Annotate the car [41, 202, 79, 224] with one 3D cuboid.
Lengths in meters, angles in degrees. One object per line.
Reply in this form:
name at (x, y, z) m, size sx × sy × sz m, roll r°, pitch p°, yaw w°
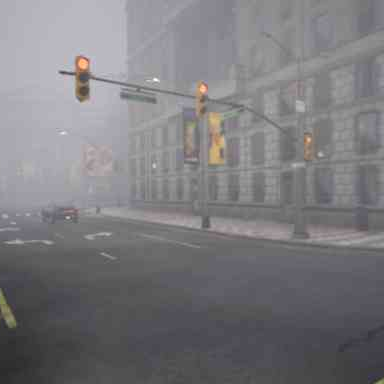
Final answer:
car at (-9.944, 1.522, 24.930) m, size 1.837 × 1.490 × 4.892 m, roll -1°, pitch 0°, yaw -35°
